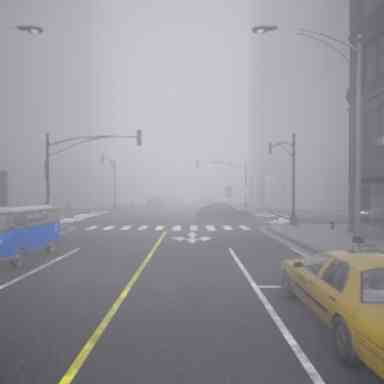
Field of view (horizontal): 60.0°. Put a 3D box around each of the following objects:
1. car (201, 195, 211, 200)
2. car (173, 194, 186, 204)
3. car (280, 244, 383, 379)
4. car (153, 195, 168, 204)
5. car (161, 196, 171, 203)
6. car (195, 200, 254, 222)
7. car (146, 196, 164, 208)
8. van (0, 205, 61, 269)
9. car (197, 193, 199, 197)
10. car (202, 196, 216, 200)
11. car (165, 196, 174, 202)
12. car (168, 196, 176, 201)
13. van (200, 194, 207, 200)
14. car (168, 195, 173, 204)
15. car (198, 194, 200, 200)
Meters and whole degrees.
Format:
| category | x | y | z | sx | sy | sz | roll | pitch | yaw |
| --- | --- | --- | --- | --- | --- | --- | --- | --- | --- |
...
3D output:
| category | x | y | z | sx | sy | sz | roll | pitch | yaw |
| --- | --- | --- | --- | --- | --- | --- | --- | --- | --- |
| car | 2.879 | 1.665 | 54.326 | 1.802 | 1.307 | 4.206 | -1 | 0 | 0 |
| car | -2.836 | 1.669 | 68.664 | 1.994 | 1.385 | 4.181 | 0 | 0 | 0 |
| car | 2.754 | 1.529 | 5.577 | 1.752 | 1.417 | 4.829 | -1 | 0 | 0 |
| car | -5.650 | 1.398 | 54.347 | 2.192 | 1.841 | 5.009 | -1 | 0 | 0 |
| car | -5.603 | 1.648 | 71.189 | 1.752 | 1.417 | 4.829 | -1 | 0 | 0 |
| car | 2.548 | 1.561 | 26.427 | 4.674 | 1.442 | 1.812 | 0 | 0 | 0 |
| car | -5.661 | 1.636 | 48.675 | 1.947 | 1.339 | 4.313 | -1 | 0 | 0 |
| van | -5.773 | 1.350 | 10.866 | 1.690 | 1.788 | 3.998 | -1 | 0 | 0 |
| car | 2.947 | 1.470 | 82.683 | 2.192 | 1.841 | 5.009 | -1 | 0 | 0 |
| car | 2.864 | 1.636 | 48.655 | 1.947 | 1.339 | 4.313 | -1 | 0 | 0 |
| car | -5.573 | 1.737 | 82.700 | 1.802 | 1.307 | 4.206 | -1 | 0 | 0 |
| car | -5.545 | 1.737 | 94.041 | 1.887 | 1.381 | 4.507 | -1 | 0 | 0 |
| van | 2.904 | 1.449 | 65.669 | 1.690 | 1.788 | 3.998 | -1 | 0 | 0 |
| car | -5.621 | 1.423 | 65.688 | 2.192 | 1.841 | 5.009 | -1 | 0 | 0 |
| car | 2.920 | 1.563 | 71.340 | 1.967 | 1.590 | 4.097 | -1 | 0 | 0 |
